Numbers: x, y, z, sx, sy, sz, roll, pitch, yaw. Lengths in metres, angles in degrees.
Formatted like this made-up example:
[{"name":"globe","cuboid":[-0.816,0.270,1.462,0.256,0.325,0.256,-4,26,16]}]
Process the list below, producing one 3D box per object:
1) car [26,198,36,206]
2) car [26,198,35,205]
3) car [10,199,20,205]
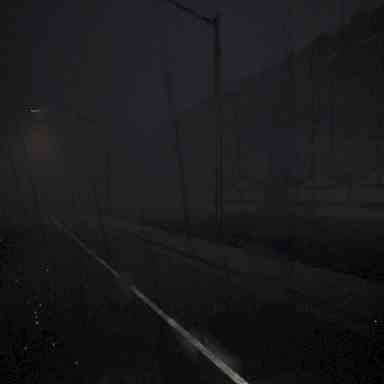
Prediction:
[{"name":"car","cuboid":[-36.234,2.425,74.806,1.812,1.442,4.674,0,1,-26]},{"name":"car","cuboid":[-40.635,2.303,83.743,1.882,1.535,5.008,0,1,-26]},{"name":"car","cuboid":[-43.307,2.399,81.248,1.994,1.385,4.181,0,1,-26]}]
